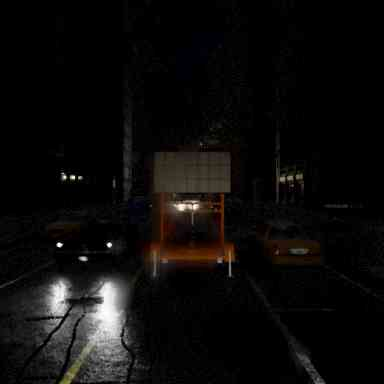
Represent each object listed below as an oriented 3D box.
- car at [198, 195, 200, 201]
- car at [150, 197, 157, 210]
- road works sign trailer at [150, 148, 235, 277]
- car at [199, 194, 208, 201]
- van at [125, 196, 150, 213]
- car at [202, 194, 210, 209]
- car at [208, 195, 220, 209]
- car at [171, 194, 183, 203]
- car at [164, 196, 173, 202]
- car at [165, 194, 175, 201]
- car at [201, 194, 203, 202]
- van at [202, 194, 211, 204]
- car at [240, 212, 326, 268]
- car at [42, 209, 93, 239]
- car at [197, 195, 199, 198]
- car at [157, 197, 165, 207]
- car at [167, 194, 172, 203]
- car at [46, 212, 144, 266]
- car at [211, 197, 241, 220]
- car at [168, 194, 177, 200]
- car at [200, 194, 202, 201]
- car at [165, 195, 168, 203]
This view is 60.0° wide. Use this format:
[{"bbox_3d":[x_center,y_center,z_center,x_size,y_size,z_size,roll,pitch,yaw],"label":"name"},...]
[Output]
[{"bbox_3d":[2.977,1.658,78.557,1.802,1.307,4.206,0,0,0],"label":"car"},{"bbox_3d":[-5.607,1.565,39.107,1.947,1.339,4.313,0,0,0],"label":"car"},{"bbox_3d":[0.016,0.461,10.200,2.380,3.560,2.880,0,0,0],"label":"road works sign trailer"},{"bbox_3d":[2.994,1.434,89.836,2.192,1.841,5.009,0,0,0],"label":"car"},{"bbox_3d":[-5.615,1.335,33.469,1.690,1.788,3.998,0,0,0],"label":"van"},{"bbox_3d":[2.927,1.323,44.720,2.192,1.841,5.009,0,0,0],"label":"car"},{"bbox_3d":[2.910,1.434,33.440,1.967,1.590,4.097,0,0,0],"label":"car"},{"bbox_3d":[-2.892,1.547,70.331,2.128,1.511,4.902,0,0,0],"label":"car"},{"bbox_3d":[-5.548,1.601,78.410,1.752,1.417,4.829,0,0,0],"label":"car"},{"bbox_3d":[-5.540,1.411,84.218,2.192,1.841,5.009,0,0,0],"label":"car"},{"bbox_3d":[2.935,1.333,50.359,2.192,1.841,5.009,0,0,0],"label":"car"},{"bbox_3d":[2.961,1.391,67.278,1.690,1.788,3.998,0,0,0],"label":"van"},{"bbox_3d":[2.884,1.521,11.086,1.752,1.417,4.829,0,0,1],"label":"car"},{"bbox_3d":[-5.642,1.519,16.344,1.752,1.417,4.829,0,0,1],"label":"car"},{"bbox_3d":[2.985,1.662,84.195,1.947,1.339,4.313,0,0,0],"label":"car"},{"bbox_3d":[-5.590,1.458,50.386,1.967,1.590,4.097,0,0,0],"label":"car"},{"bbox_3d":[-5.564,1.632,67.303,1.802,1.307,4.206,0,0,0],"label":"car"},{"bbox_3d":[-3.083,1.596,11.687,1.895,1.301,4.718,0,0,0],"label":"car"},{"bbox_3d":[2.901,1.431,27.802,1.967,1.590,4.097,0,0,0],"label":"car"},{"bbox_3d":[-5.523,1.461,95.471,2.192,1.841,5.009,0,0,0],"label":"car"},{"bbox_3d":[2.953,1.479,61.638,1.967,1.590,4.097,0,0,0],"label":"car"},{"bbox_3d":[-5.582,1.573,56.024,1.887,1.381,4.507,0,0,0],"label":"car"}]
